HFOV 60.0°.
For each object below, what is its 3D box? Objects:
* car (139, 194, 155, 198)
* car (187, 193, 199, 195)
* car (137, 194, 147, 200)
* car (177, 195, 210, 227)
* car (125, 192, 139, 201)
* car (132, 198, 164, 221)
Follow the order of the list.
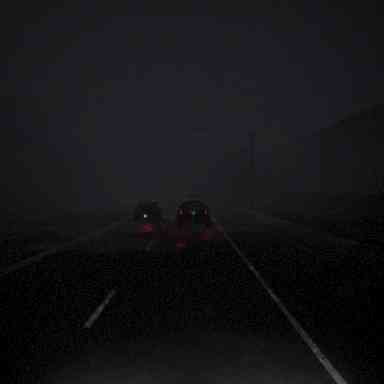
[{"bbox_3d":[-10.504,1.464,77.684,1.994,1.385,4.181,0,0,0],"label":"car"},{"bbox_3d":[0.096,1.168,47.310,2.150,2.045,5.566,0,0,0],"label":"car"},{"bbox_3d":[-14.005,1.419,93.366,2.033,1.411,5.357,0,0,0],"label":"car"},{"bbox_3d":[0.099,1.326,22.731,2.097,1.767,4.553,0,0,0],"label":"car"},{"bbox_3d":[-14.004,1.136,77.653,2.150,2.045,5.566,0,0,0],"label":"car"},{"bbox_3d":[-3.401,1.474,26.641,1.837,1.490,4.892,0,0,0],"label":"car"}]
